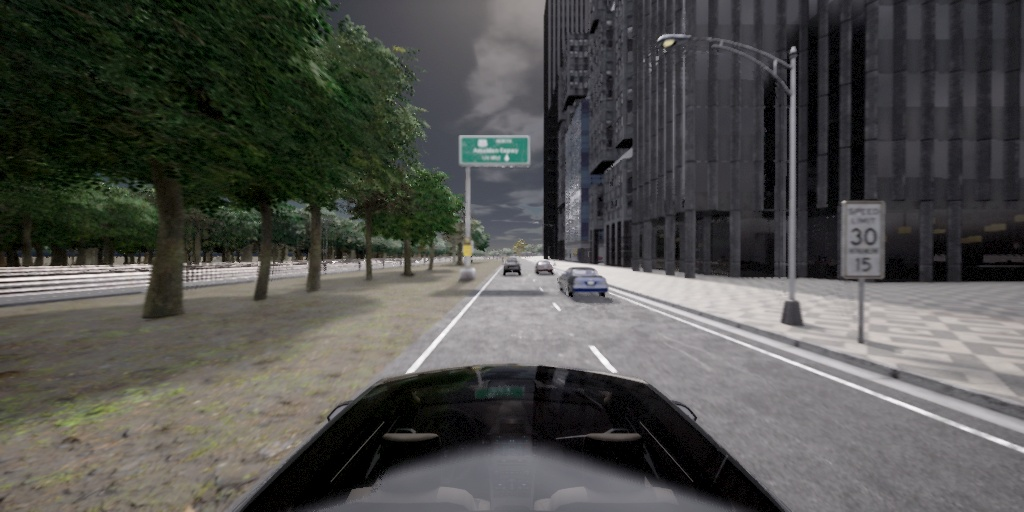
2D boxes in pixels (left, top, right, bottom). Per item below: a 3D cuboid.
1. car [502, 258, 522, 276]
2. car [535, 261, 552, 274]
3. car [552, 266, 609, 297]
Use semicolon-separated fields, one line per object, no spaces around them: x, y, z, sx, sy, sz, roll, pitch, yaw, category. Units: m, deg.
0.004;1.213;37.227;1.837;1.490;4.892;0;0;0;car
3.529;1.249;40.099;2.033;1.411;5.357;0;0;1;car
3.604;1.284;18.916;2.033;1.411;5.357;0;0;0;car
